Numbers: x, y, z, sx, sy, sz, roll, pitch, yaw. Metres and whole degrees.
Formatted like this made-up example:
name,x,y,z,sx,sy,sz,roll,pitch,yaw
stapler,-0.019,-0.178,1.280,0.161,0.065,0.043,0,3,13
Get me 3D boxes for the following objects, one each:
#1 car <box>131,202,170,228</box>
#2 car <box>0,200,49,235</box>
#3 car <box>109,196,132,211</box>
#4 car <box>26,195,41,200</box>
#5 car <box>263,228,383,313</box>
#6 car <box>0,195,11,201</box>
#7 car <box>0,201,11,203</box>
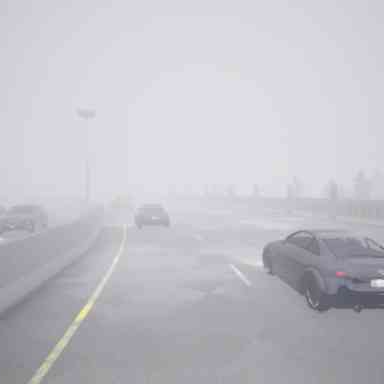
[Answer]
name,x,y,z,sx,sy,sz,roll,pitch,yaw
car,-2.674,1.476,21.575,1.994,1.385,4.181,0,0,-13
car,-9.398,1.454,18.819,1.837,1.490,4.892,0,0,-13
car,-8.292,1.207,38.665,2.097,1.767,4.553,0,0,-23
car,-26.995,1.346,56.575,1.837,1.490,4.892,0,0,-37
car,3.067,1.517,7.677,1.994,1.385,4.181,0,0,-4
car,-33.600,1.380,59.163,1.837,1.490,4.892,0,1,-42
car,-13.952,1.548,22.877,1.895,1.301,4.718,0,0,-16
